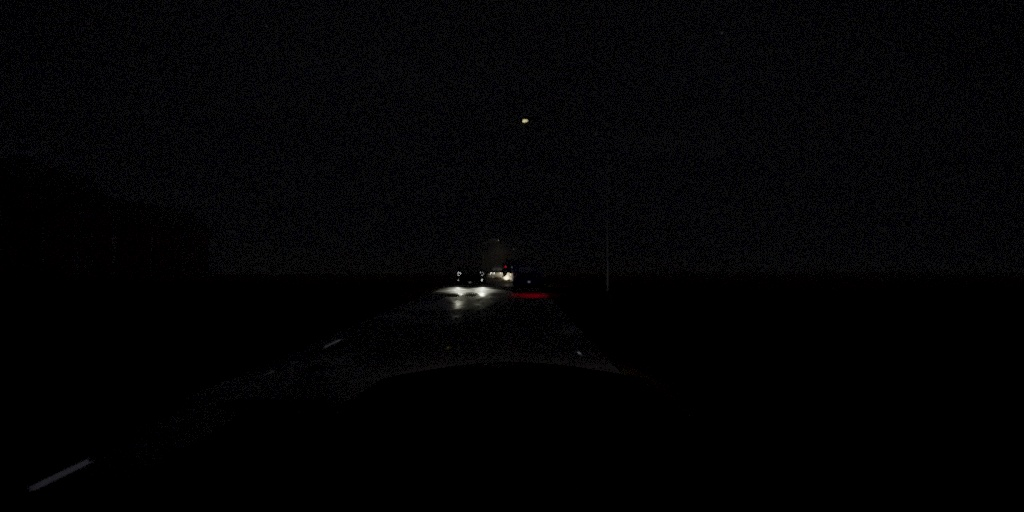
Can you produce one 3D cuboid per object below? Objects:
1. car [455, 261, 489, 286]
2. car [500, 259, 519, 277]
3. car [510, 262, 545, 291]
[{"bbox_3d":[-2.848,1.234,26.481,2.097,1.767,4.553,0,-1,0],"label":"car"},{"bbox_3d":[0.023,1.412,43.337,2.150,2.045,5.566,0,-2,1],"label":"car"},{"bbox_3d":[0.961,1.316,22.584,1.882,1.535,5.008,0,-1,0],"label":"car"}]
